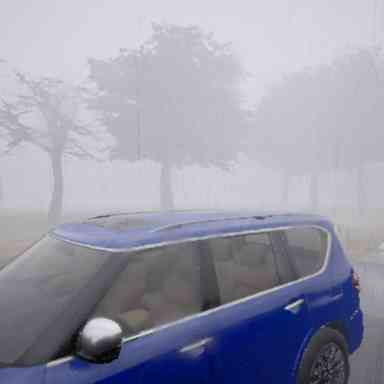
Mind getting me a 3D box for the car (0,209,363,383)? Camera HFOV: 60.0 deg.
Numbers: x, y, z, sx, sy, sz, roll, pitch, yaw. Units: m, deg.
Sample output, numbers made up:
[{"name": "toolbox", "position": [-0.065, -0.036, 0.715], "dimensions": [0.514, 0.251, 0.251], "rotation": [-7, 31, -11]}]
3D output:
[{"name": "car", "position": [-0.524, 1.242, 3.136], "dimensions": [5.566, 2.045, 2.150], "rotation": [0, 0, -38]}]
